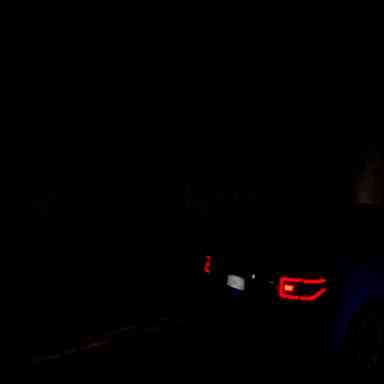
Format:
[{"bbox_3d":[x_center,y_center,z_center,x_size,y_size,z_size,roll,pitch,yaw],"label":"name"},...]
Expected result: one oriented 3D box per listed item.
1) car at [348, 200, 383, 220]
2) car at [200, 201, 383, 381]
[{"bbox_3d":[15.042,1.415,27.522,4.181,1.385,1.994,0,0,-35],"label":"car"},{"bbox_3d":[2.726,1.193,5.668,5.566,2.045,2.150,0,0,-35],"label":"car"}]
